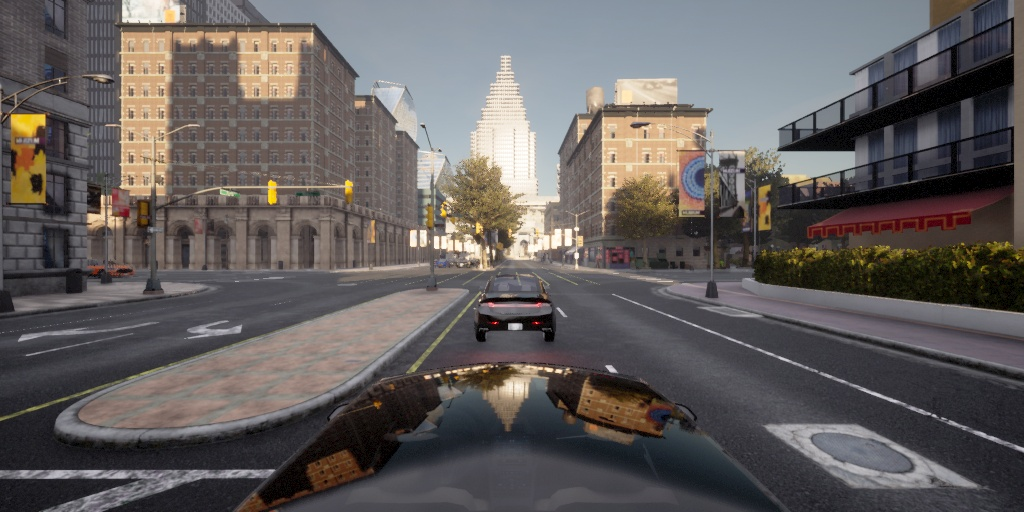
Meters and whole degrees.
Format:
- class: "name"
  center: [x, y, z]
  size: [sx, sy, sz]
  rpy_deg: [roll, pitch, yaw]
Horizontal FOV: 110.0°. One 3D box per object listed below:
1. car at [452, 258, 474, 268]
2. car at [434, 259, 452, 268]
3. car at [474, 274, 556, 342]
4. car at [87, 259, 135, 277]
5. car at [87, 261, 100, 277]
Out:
- class: "car"
  center: [-8.045, 1.241, 59.624]
  size: [2.128, 1.511, 4.902]
  rpy_deg: [0, 0, 0]
- class: "car"
  center: [-11.541, 1.227, 60.040]
  size: [1.882, 1.535, 5.008]
  rpy_deg: [0, 0, 0]
- class: "car"
  center: [0.081, 1.241, 9.806]
  size: [2.128, 1.511, 4.902]
  rpy_deg: [0, 0, 0]
- class: "car"
  center: [-37.468, 1.101, 32.722]
  size: [4.553, 1.767, 2.097]
  rpy_deg: [0, 0, 0]
- class: "car"
  center: [-37.663, 1.297, 29.213]
  size: [5.357, 1.411, 2.033]
  rpy_deg: [0, 0, 0]
